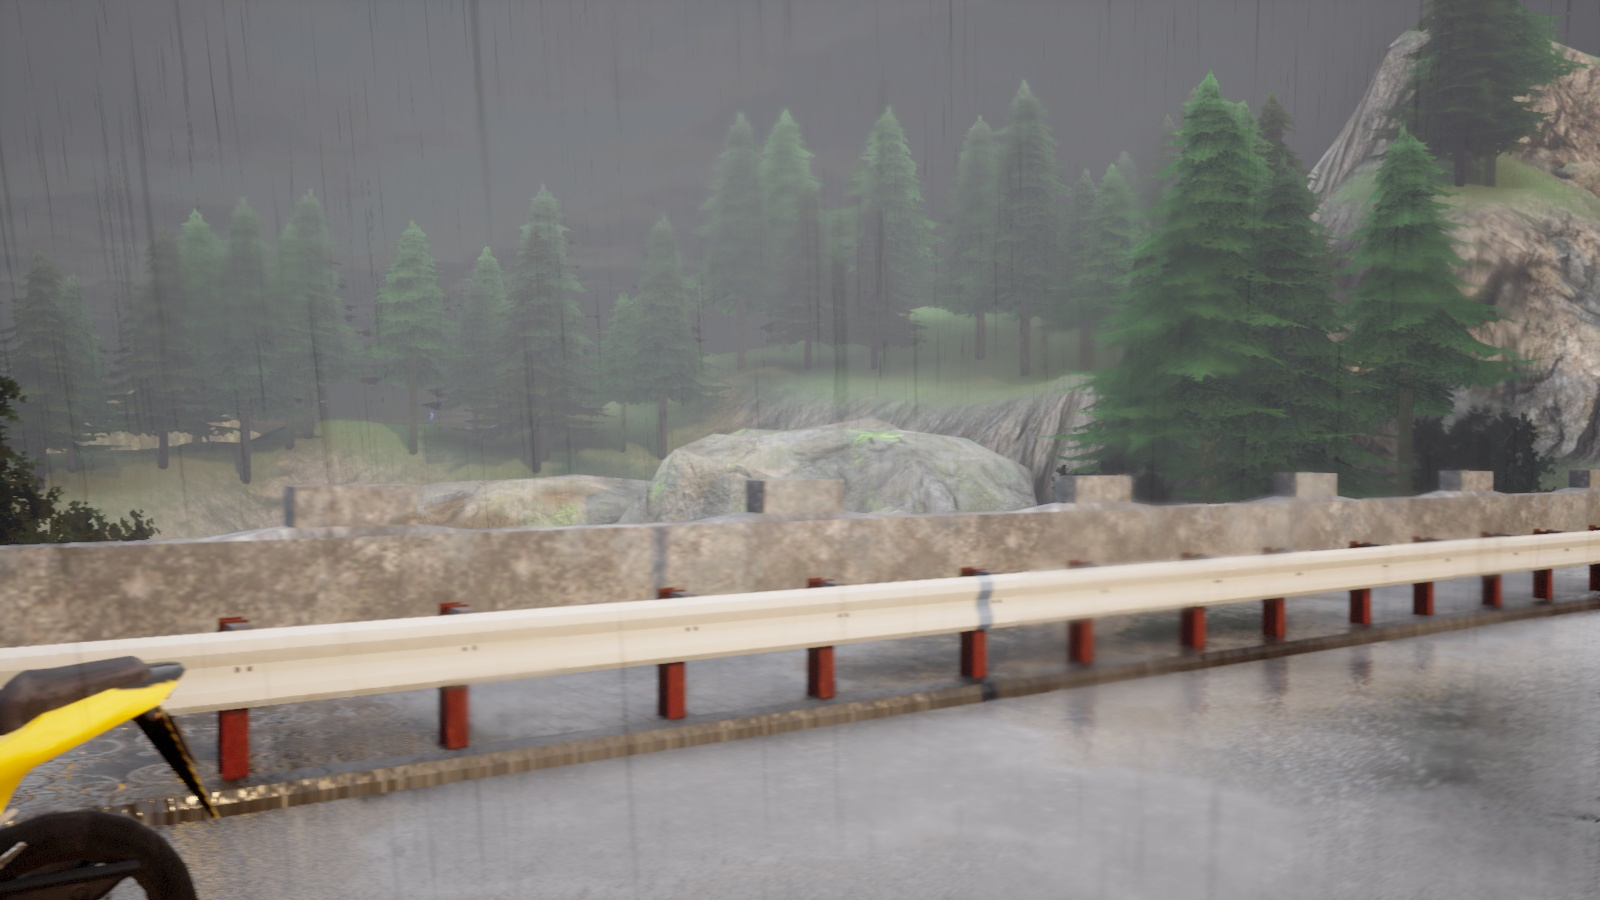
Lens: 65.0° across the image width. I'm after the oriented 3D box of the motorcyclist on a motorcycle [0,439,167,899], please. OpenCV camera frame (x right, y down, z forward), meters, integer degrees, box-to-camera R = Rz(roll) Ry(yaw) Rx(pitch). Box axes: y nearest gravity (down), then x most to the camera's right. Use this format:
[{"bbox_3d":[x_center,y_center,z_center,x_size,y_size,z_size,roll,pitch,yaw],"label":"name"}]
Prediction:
[{"bbox_3d":[-2.476,0.739,2.538,2.044,1.523,0.797,0,0,-35],"label":"motorcyclist on a motorcycle"}]
